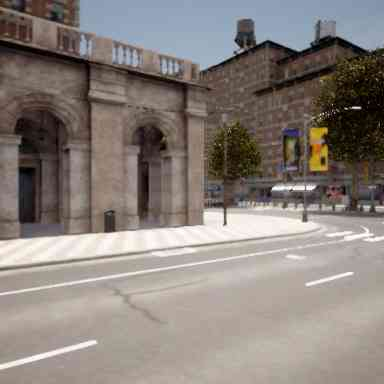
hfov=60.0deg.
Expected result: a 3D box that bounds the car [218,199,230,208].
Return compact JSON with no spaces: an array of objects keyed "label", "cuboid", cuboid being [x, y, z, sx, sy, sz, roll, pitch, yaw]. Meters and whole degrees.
[{"label":"car","cuboid":[3.284,1.616,47.630,1.895,1.301,4.718,0,0,-35]}]

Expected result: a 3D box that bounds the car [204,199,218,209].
[{"label":"car","cuboid":[0.643,1.562,45.299,2.033,1.411,5.357,0,0,-35]}]
